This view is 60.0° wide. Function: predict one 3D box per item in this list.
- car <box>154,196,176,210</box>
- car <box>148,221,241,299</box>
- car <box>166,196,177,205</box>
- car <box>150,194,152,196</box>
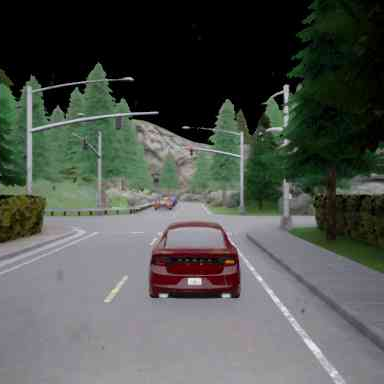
[{"bbox_3d":[-3.583,1.352,42.629,2.097,1.767,4.553,0,0,0],"label":"car"},{"bbox_3d":[0.069,1.478,8.527,1.882,1.535,5.008,0,0,0],"label":"car"},{"bbox_3d":[-3.794,1.477,61.939,1.882,1.535,5.008,0,0,-6],"label":"car"},{"bbox_3d":[-10.993,1.355,79.667,4.553,1.767,2.097,0,0,24],"label":"car"}]
